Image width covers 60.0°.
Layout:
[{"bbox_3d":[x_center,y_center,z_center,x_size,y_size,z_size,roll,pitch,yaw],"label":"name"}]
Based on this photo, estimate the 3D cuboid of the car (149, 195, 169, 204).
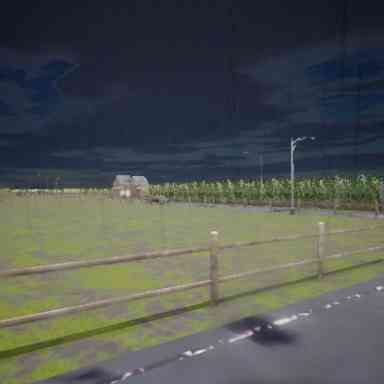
[{"bbox_3d":[-5.882,1.329,59.203,2.128,1.511,4.902,-1,1,-37],"label":"car"}]
